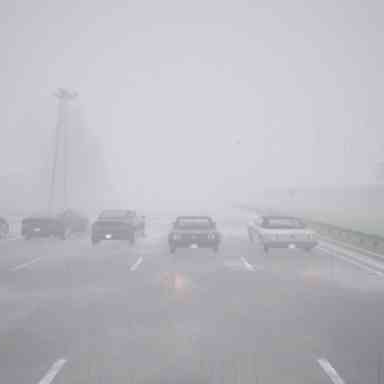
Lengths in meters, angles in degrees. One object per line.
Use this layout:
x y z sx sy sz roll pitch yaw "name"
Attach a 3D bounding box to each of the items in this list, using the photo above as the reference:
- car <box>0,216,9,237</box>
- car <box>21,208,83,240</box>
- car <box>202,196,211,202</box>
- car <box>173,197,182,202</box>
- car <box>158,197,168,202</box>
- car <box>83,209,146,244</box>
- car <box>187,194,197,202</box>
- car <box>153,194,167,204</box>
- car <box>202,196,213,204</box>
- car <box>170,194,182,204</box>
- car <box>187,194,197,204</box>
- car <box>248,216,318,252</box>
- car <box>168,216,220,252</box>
-10.561 1.412 15.491 2.097 1.767 4.553 0 0 -2 "car"
-6.907 1.544 17.327 1.882 1.535 5.008 0 0 0 "car"
3.505 1.724 81.492 1.837 1.490 4.892 0 0 0 "car"
-3.495 1.791 80.690 1.895 1.301 4.718 0 0 0 "car"
-6.995 1.792 80.690 1.895 1.301 4.718 0 0 0 "car"
-3.410 1.566 16.024 1.837 1.490 4.892 0 0 0 "car"
0.005 1.449 81.524 2.150 2.045 5.566 0 0 0 "car"
-6.996 1.467 71.100 2.150 2.045 5.566 0 0 0 "car"
3.504 1.742 71.068 1.837 1.490 4.892 0 0 0 "car"
-3.496 1.467 71.100 2.150 2.045 5.566 0 0 0 "car"
0.004 1.742 71.068 1.837 1.490 4.892 0 0 0 "car"
3.587 1.655 14.102 1.895 1.301 4.718 0 0 0 "car"
0.087 1.655 14.092 1.895 1.301 4.718 0 0 0 "car"
